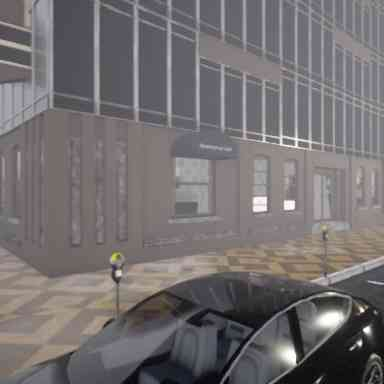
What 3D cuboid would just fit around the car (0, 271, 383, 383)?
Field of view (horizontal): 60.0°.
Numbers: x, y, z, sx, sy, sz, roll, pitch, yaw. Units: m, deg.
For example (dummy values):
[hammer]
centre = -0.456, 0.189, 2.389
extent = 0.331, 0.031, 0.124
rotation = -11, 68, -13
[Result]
[car]
centre = 0.229, 1.566, 3.037
extent = 4.313, 1.339, 1.947
rotation = 0, 0, -41
